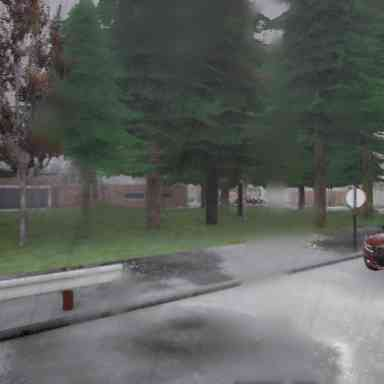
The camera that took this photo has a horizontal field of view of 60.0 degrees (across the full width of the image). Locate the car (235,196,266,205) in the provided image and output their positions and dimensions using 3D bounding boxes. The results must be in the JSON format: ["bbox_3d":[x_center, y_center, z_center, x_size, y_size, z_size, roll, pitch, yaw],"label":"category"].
[{"bbox_3d":[9.095,1.327,52.352,2.033,1.411,5.357,0,0,-36],"label":"car"}]

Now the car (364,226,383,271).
[{"bbox_3d":[6.892,1.414,9.598,5.008,1.535,1.882,0,0,-36],"label":"car"}]
